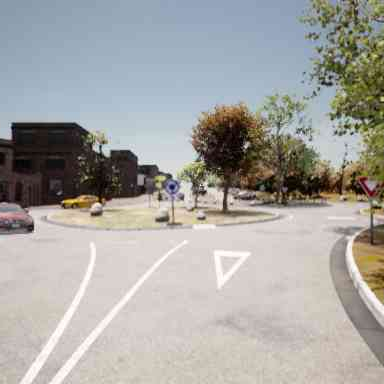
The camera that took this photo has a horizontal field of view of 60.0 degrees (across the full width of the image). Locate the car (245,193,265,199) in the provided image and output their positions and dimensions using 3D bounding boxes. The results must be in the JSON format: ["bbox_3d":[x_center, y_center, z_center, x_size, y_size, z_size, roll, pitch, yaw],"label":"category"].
[{"bbox_3d":[16.176,0.975,86.056,4.792,1.488,2.163,0,1,0],"label":"car"}]

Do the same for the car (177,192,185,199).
[{"bbox_3d":[-2.705,0.877,83.556,1.837,1.490,4.892,0,1,0],"label":"car"}]

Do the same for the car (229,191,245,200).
[{"bbox_3d":[11.091,1.100,81.132,2.128,1.511,4.902,0,1,0],"label":"car"}]

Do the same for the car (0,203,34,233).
[{"bbox_3d":[-9.894,1.324,17.700,1.812,1.442,4.674,2,0,-40],"label":"car"}]

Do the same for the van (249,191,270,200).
[{"bbox_3d":[16.079,0.923,77.726,4.442,1.987,1.878,0,1,0],"label":"van"}]

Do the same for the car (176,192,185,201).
[{"bbox_3d":[-2.504,1.021,67.395,1.837,1.490,4.892,0,1,-1],"label":"car"}]

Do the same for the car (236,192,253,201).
[{"bbox_3d":[11.168,1.273,71.093,1.837,1.490,4.892,0,0,0],"label":"car"}]

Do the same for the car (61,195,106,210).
[{"bbox_3d":[-12.024,1.145,36.926,1.882,1.535,5.008,-1,-1,40],"label":"car"}]

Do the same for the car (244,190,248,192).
[{"bbox_3d":[15.977,1.010,83.280,5.366,1.575,1.946,0,1,0],"label":"car"}]
